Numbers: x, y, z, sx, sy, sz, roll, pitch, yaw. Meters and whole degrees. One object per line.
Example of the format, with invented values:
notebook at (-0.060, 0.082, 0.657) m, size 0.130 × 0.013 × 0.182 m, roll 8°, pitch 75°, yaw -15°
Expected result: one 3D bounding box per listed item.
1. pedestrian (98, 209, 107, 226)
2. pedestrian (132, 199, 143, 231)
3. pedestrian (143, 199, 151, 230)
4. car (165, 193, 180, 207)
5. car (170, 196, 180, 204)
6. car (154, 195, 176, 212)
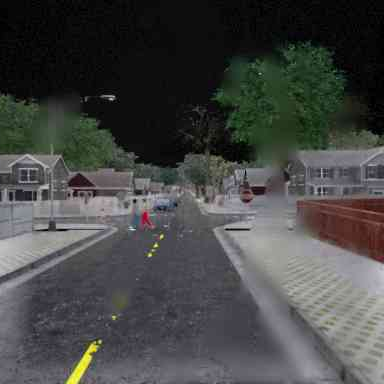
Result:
pedestrian at (-5.407, 1.519, 20.261) m, size 0.500 × 1.100 × 0.500 m, roll 0°, pitch 0°, yaw -1°
pedestrian at (-3.189, 1.289, 19.073) m, size 0.375 × 1.860 × 0.375 m, roll 0°, pitch 0°, yaw -1°
pedestrian at (-2.789, 1.289, 19.683) m, size 0.375 × 1.860 × 0.375 m, roll 0°, pitch 0°, yaw -1°
car at (-3.321, 1.204, 51.177) m, size 2.150 × 2.045 × 5.566 m, roll 0°, pitch 0°, yaw 0°
car at (-3.385, 1.499, 66.163) m, size 1.812 × 1.442 × 4.674 m, roll 0°, pitch 0°, yaw 0°
car at (-3.247, 1.465, 38.639) m, size 1.882 × 1.535 × 5.008 m, roll 0°, pitch 0°, yaw 1°
